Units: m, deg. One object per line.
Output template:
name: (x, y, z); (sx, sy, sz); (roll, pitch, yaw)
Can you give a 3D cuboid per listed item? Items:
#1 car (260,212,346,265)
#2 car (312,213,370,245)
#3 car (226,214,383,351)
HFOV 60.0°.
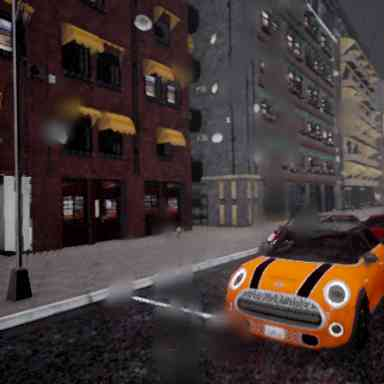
car: (4.536, 1.664, 13.211); (1.967, 1.590, 4.097); (-3, -2, 38)
car: (7.951, 1.845, 17.583); (1.802, 1.307, 4.206); (-3, -2, 38)
car: (2.566, 1.465, 6.645); (2.097, 1.767, 4.553); (-2, -2, 38)
